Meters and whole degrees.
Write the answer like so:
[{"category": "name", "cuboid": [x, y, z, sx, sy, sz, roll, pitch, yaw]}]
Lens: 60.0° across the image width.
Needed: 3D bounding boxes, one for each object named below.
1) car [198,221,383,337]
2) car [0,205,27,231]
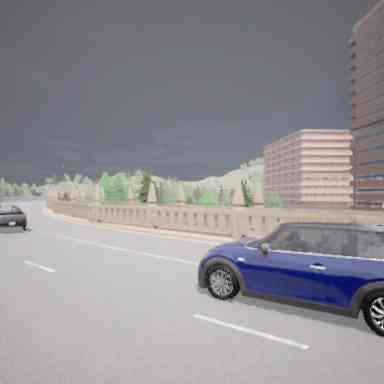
[{"category": "car", "cuboid": [2.331, 1.371, 6.853, 4.553, 1.767, 2.097, 0, 0, 37]}, {"category": "car", "cuboid": [-11.501, 1.536, 20.253, 2.128, 1.511, 4.902, 0, 0, -40]}]
